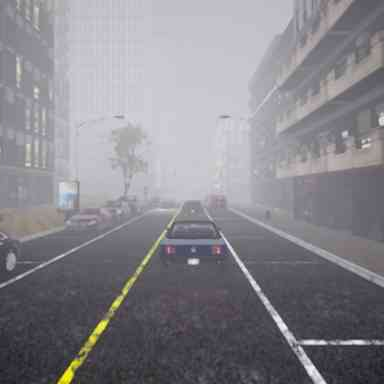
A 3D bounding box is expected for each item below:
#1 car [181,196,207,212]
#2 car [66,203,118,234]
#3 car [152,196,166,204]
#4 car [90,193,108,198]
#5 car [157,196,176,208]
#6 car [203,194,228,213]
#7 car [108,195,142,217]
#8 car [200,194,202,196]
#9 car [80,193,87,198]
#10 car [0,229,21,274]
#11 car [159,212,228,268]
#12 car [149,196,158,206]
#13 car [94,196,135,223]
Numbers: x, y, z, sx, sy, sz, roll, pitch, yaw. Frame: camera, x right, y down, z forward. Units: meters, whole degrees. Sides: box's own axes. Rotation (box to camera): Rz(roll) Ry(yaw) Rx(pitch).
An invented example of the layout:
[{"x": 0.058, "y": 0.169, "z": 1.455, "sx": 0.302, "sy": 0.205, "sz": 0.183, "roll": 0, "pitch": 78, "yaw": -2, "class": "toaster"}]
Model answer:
[{"x": 0.074, "y": 1.383, "z": 29.068, "sx": 1.882, "sy": 1.535, "sz": 5.008, "roll": 0, "pitch": 0, "yaw": 0, "class": "car"}, {"x": -5.694, "y": 1.520, "z": 18.841, "sx": 1.802, "sy": 1.307, "sz": 4.206, "roll": 0, "pitch": 0, "yaw": 0, "class": "car"}, {"x": -5.697, "y": 1.387, "z": 57.393, "sx": 1.947, "sy": 1.339, "sz": 4.313, "roll": 0, "pitch": 0, "yaw": 0, "class": "car"}, {"x": -22.038, "y": 0.885, "z": 80.500, "sx": 4.829, "sy": 1.417, "sz": 1.752, "roll": 1, "pitch": -1, "yaw": -1, "class": "car"}, {"x": -3.097, "y": 1.460, "z": 44.428, "sx": 1.895, "sy": 1.301, "sz": 4.718, "roll": 0, "pitch": 0, "yaw": 0, "class": "car"}, {"x": 2.685, "y": 1.200, "z": 35.495, "sx": 2.192, "sy": 1.841, "sz": 5.009, "roll": 0, "pitch": 0, "yaw": 0, "class": "car"}, {"x": -5.695, "y": 1.218, "z": 29.943, "sx": 2.192, "sy": 1.841, "sz": 5.009, "roll": 0, "pitch": 0, "yaw": 0, "class": "car"}, {"x": 2.684, "y": 1.276, "z": 52.148, "sx": 1.967, "sy": 1.590, "sz": 4.097, "roll": 0, "pitch": 0, "yaw": 0, "class": "car"}, {"x": -27.483, "y": 0.824, "z": 80.350, "sx": 4.313, "sy": 1.339, "sz": 1.947, "roll": 1, "pitch": -1, "yaw": -1, "class": "car"}, {"x": -5.693, "y": 1.525, "z": 7.739, "sx": 2.008, "sy": 1.369, "sz": 4.403, "roll": 0, "pitch": 0, "yaw": 0, "class": "car"}, {"x": 0.059, "y": 1.564, "z": 11.089, "sx": 1.895, "sy": 1.301, "sz": 4.718, "roll": 0, "pitch": 0, "yaw": 0, "class": "car"}, {"x": -5.696, "y": 1.403, "z": 52.147, "sx": 1.947, "sy": 1.339, "sz": 4.313, "roll": 0, "pitch": 0, "yaw": 0, "class": "car"}, {"x": -5.695, "y": 1.360, "z": 24.392, "sx": 1.967, "sy": 1.590, "sz": 4.097, "roll": 0, "pitch": 0, "yaw": 0, "class": "car"}]
